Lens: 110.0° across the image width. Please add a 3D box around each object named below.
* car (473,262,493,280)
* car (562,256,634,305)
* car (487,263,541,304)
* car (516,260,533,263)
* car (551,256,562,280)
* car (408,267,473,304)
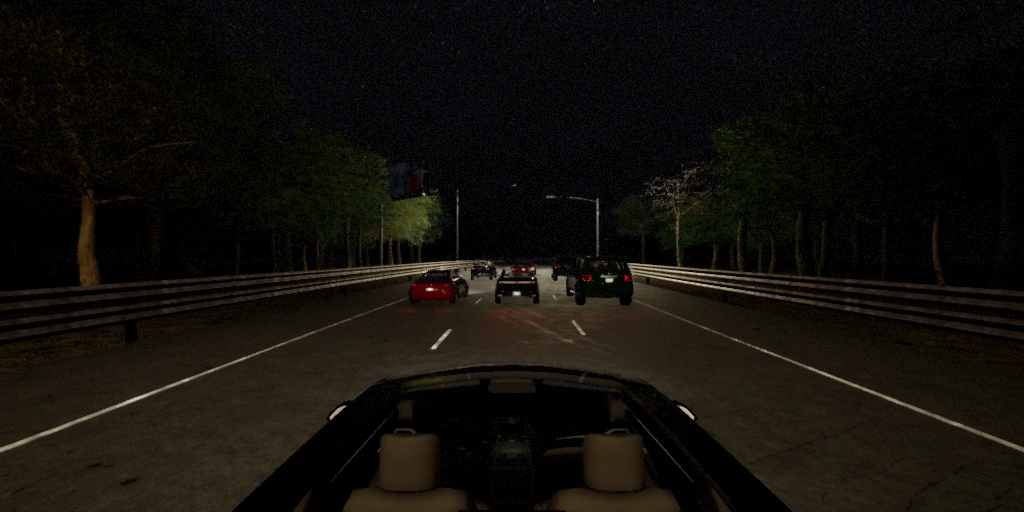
[{"bbox_3d":[-2.407,1.246,31.332,2.128,1.511,4.902,0,0,4],"label":"car"},{"bbox_3d":[3.769,1.006,16.193,2.150,2.045,5.566,0,0,2],"label":"car"},{"bbox_3d":[0.271,1.243,16.291,2.128,1.511,4.902,0,0,2],"label":"car"},{"bbox_3d":[1.082,1.117,31.046,2.097,1.767,4.553,0,0,4],"label":"car"},{"bbox_3d":[4.577,1.009,30.850,2.150,2.045,5.566,0,0,4],"label":"car"},{"bbox_3d":[-3.227,1.320,16.420,1.994,1.385,4.181,0,0,2],"label":"car"}]
